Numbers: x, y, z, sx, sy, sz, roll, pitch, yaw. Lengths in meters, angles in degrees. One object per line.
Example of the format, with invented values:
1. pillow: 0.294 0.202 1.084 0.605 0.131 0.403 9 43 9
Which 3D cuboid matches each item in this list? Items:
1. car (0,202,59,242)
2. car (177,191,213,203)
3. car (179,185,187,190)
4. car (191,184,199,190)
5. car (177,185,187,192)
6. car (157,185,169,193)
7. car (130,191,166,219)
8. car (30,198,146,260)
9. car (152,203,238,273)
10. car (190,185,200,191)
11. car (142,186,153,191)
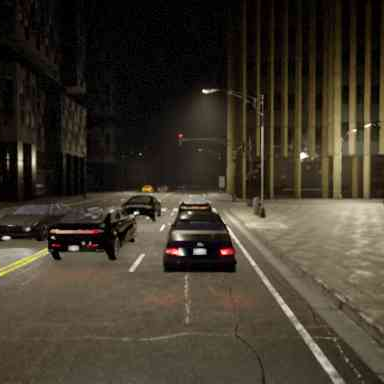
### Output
1. car: -6.451 1.148 14.279 2.033 1.411 5.357 0 2 1
2. car: 0.182 0.950 19.512 2.128 1.511 4.902 0 2 1
3. car: -2.423 -1.179 88.361 1.895 1.301 4.718 0 2 1
4. car: 0.826 -1.245 88.298 2.128 1.511 4.902 0 2 1
5. car: -2.522 -0.771 77.916 2.128 1.511 4.902 0 2 1
6. car: -5.865 -0.644 68.401 2.097 1.767 4.553 0 2 1
7. car: -2.961 0.908 20.431 1.882 1.535 5.008 0 2 1
8. car: -3.047 1.185 11.060 2.128 1.511 4.902 0 2 1
9. car: 0.191 1.279 9.773 2.033 1.411 5.357 0 2 0
10. car: 0.728 -0.792 77.885 1.837 1.490 4.892 0 2 1
11. car: -9.114 -0.522 68.325 1.882 1.535 5.008 0 2 1
